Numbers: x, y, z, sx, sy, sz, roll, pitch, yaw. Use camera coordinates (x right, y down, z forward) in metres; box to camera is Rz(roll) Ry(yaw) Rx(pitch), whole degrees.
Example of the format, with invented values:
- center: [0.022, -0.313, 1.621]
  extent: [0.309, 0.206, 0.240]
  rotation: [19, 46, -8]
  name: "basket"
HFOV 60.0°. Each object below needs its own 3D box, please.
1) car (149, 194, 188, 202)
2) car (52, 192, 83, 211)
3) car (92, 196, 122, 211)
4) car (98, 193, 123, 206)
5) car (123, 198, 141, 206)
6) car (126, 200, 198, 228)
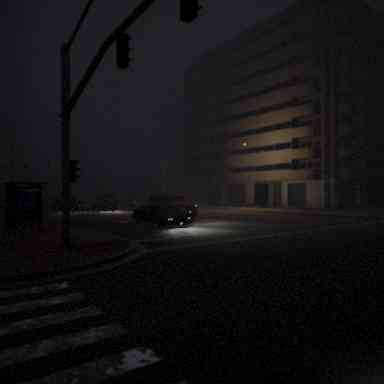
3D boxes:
- center: [-1.792, 1.198, 27.904]
  extent: [2.150, 2.045, 5.566]
  rotation: [0, 0, -36]
  name: "car"
- center: [-15.502, 1.223, 40.802]
  extent: [2.150, 2.045, 5.566]
  rotation: [0, 0, -36]
  name: "car"
- center: [-10.420, 1.542, 39.730]
  extent: [1.994, 1.385, 4.181]
  rotation: [0, 0, -36]
  name: "car"
- center: [-12.687, 1.181, 48.873]
  extent: [2.150, 2.045, 5.566]
  rotation: [0, 0, -36]
  name: "car"
- center: [-9.007, 1.541, 49.751]
  extent: [1.895, 1.301, 4.718]
  rotation: [0, 0, -36]
  name: "car"
- center: [-2.211, 1.543, 22.562]
  extent: [2.033, 1.411, 5.357]
  rotation: [0, 0, -36]
  name: "car"
